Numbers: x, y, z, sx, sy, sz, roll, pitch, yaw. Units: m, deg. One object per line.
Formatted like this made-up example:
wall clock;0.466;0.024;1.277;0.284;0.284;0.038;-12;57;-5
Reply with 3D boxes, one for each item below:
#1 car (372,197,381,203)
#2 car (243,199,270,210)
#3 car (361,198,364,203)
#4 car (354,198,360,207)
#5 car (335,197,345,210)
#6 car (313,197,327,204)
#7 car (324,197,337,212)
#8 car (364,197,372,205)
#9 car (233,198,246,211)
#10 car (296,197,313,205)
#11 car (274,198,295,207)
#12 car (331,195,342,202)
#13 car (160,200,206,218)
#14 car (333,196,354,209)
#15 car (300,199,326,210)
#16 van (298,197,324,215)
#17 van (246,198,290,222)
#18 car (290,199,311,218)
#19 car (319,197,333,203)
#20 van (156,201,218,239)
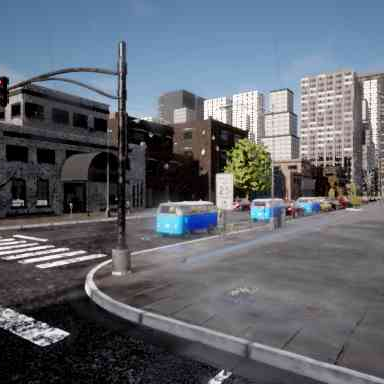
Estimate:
car;44.177;1.899;80.995;1.947;1.339;4.313;0;0;35
car;8.830;1.629;45.096;1.887;1.381;4.507;0;0;35
car;28.446;1.748;58.513;1.752;1.417;4.829;0;0;35
car;25.185;1.516;53.850;2.192;1.841;5.009;0;0;35
car;18.851;1.729;44.800;1.947;1.339;4.313;0;0;35
car;27.726;1.728;72.101;1.752;1.417;4.829;0;0;35
car;15.784;1.671;40.416;1.752;1.417;4.829;0;0;35
car;34.680;1.809;67.422;1.887;1.381;4.507;0;0;35
car;5.666;1.507;40.572;1.967;1.590;4.097;0;0;35
car;21.493;1.705;63.192;1.887;1.381;4.507;0;0;35
car;15.161;1.666;54.144;1.887;1.381;4.507;0;0;35
car;37.320;1.712;85.813;1.967;1.590;4.097;0;0;35
car;-0.764;1.558;31.383;1.752;1.417;4.829;0;0;35
car;22.019;1.497;49.326;2.192;1.841;5.009;0;0;35
car;17.073;1.694;46.769;2.033;1.411;5.357;1;0;35
van;12.522;1.469;35.752;1.690;1.788;3.998;0;0;35
van;6.190;1.436;26.704;1.690;1.788;3.998;0;0;35
car;9.355;1.655;31.227;1.887;1.381;4.507;0;0;35
car;30.989;1.792;76.765;1.947;1.339;4.313;0;0;35
van;-0.141;1.407;17.655;1.690;1.788;3.998;0;0;35
